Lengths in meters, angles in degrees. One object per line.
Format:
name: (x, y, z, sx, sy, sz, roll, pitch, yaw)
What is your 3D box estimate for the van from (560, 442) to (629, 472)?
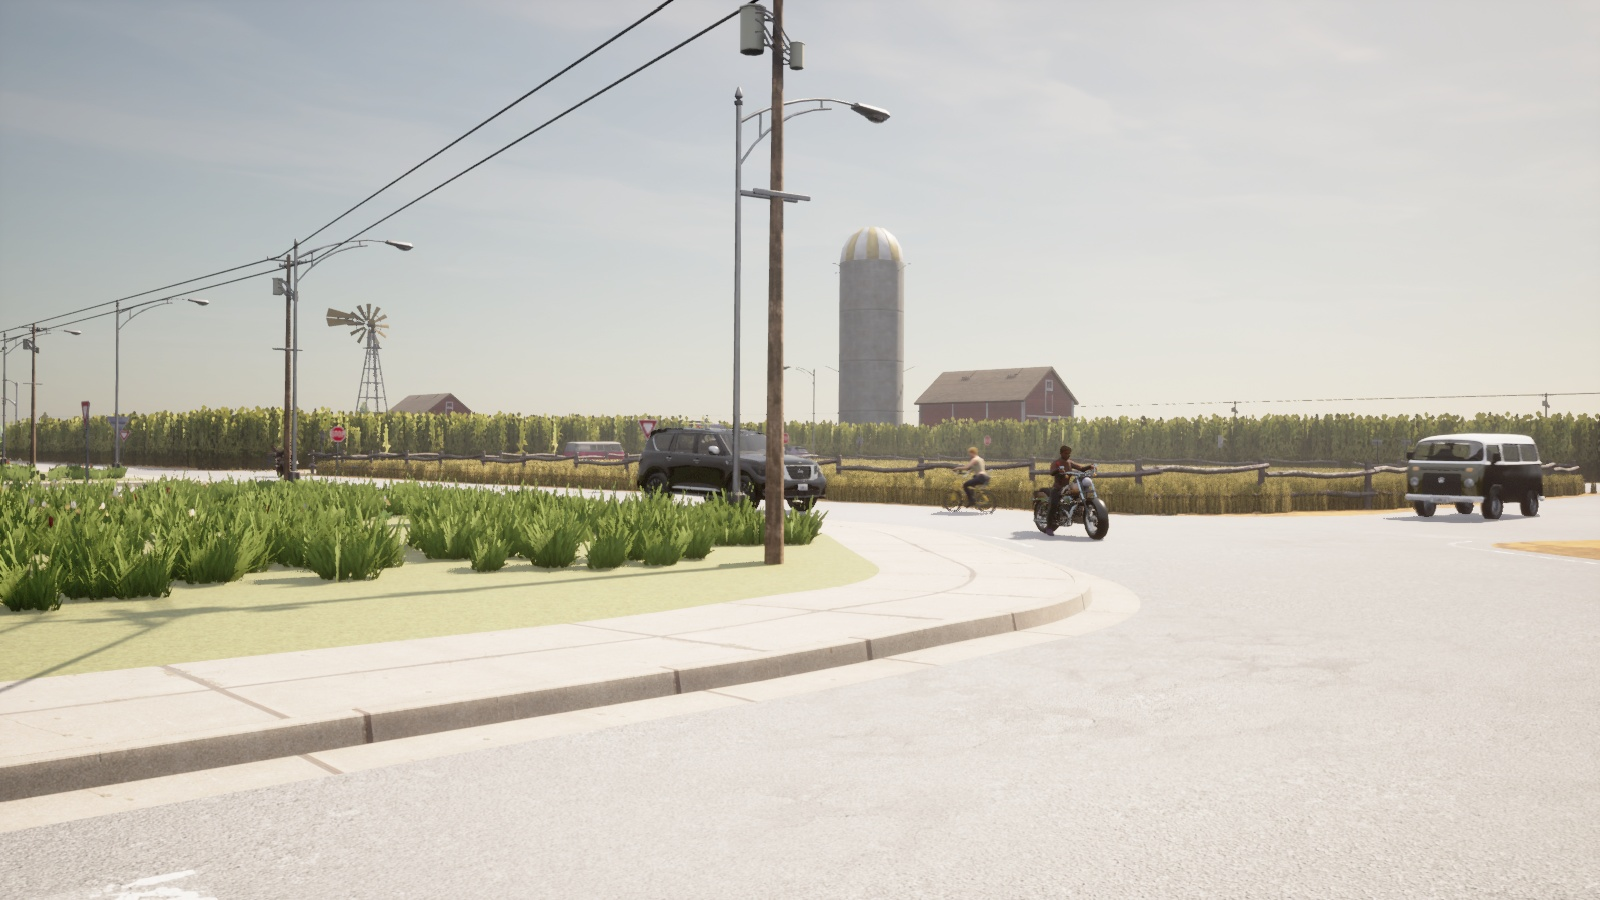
van: (-14.112, 0.474, 86.437, 4.442, 1.987, 1.775, 0, 0, -43)

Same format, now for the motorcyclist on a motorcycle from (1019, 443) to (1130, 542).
motorcyclist on a motorcycle: (4.776, 0.704, 22.069, 0.766, 1.649, 2.350, 0, 0, -20)

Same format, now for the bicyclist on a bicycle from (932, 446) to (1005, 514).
bicyclist on a bicycle: (4.089, 0.711, 30.476, 1.509, 1.612, 0.866, 0, -1, 39)

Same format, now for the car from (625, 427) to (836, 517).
car: (-1.836, 0.470, 31.248, 2.150, 2.045, 5.566, 0, 1, -43)

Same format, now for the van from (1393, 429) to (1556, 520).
van: (16.390, 0.540, 30.435, 4.480, 2.038, 2.069, 0, 0, -42)

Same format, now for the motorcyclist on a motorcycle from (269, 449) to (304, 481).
motorcyclist on a motorcycle: (-25.098, 0.727, 61.341, 0.866, 1.530, 2.191, 0, 0, -43)
